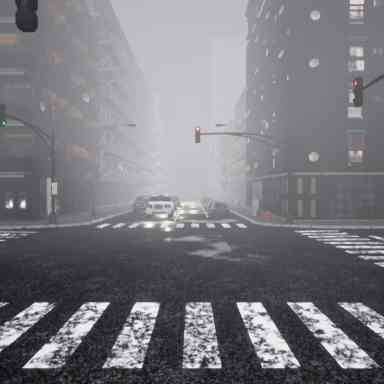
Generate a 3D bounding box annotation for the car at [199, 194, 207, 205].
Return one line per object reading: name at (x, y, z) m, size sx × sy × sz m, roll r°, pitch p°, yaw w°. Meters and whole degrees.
car at (2.647, 1.523, 59.078) m, size 1.887 × 1.381 × 4.507 m, roll -1°, pitch 0°, yaw 0°

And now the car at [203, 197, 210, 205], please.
car at (2.612, 1.539, 36.921) m, size 2.008 × 1.369 × 4.403 m, roll -1°, pitch 0°, yaw 0°

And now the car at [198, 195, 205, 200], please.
car at (2.700, 1.539, 92.313) m, size 1.802 × 1.307 × 4.206 m, roll -1°, pitch 0°, yaw 0°

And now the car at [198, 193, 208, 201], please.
car at (2.679, 1.280, 81.235) m, size 2.192 × 1.841 × 5.009 m, roll -1°, pitch 0°, yaw 0°

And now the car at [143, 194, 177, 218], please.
car at (-2.808, 1.212, 30.382) m, size 2.150 × 2.045 × 5.566 m, roll 0°, pitch 0°, yaw 0°

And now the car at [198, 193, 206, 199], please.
car at (2.674, 1.551, 75.696) m, size 1.802 × 1.307 × 4.206 m, roll -1°, pitch 0°, yaw 0°

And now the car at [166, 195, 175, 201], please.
car at (-5.199, 1.491, 81.120) m, size 1.752 × 1.417 × 4.829 m, roll -1°, pitch 0°, yaw 0°

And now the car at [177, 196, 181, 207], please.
car at (-2.785, 1.478, 40.332) m, size 2.128 × 1.511 × 4.902 m, roll 0°, pitch 0°, yaw 0°

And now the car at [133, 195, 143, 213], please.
car at (-5.271, 1.303, 36.993) m, size 2.192 × 1.841 × 5.009 m, roll -1°, pitch 0°, yaw 0°

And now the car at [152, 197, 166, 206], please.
car at (-5.241, 1.563, 53.605) m, size 1.802 × 1.307 × 4.206 m, roll -1°, pitch 0°, yaw 0°

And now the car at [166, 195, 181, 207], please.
car at (-2.760, 1.334, 50.395) m, size 2.097 × 1.767 × 4.553 m, roll 0°, pitch 0°, yaw 0°

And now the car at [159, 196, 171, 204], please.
car at (-5.224, 1.557, 64.679) m, size 1.802 × 1.307 × 4.206 m, roll -1°, pitch 0°, yaw 0°

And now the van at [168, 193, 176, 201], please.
van at (-5.192, 1.302, 86.828) m, size 1.690 × 1.788 × 3.998 m, roll -1°, pitch 0°, yaw 0°

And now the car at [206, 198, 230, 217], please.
car at (2.604, 1.572, 31.382) m, size 1.802 × 1.307 × 4.206 m, roll -1°, pitch 0°, yaw 0°
